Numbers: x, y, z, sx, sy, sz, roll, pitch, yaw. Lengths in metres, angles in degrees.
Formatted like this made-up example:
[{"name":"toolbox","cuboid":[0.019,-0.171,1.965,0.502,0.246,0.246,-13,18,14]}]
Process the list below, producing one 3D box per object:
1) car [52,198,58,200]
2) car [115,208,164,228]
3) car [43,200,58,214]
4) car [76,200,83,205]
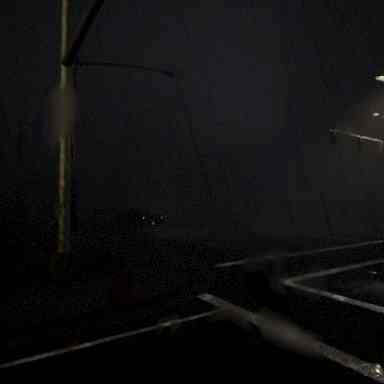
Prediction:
[{"name":"car","cuboid":[-32.100,2.294,81.966,2.150,2.045,5.566,1,0,-36]},{"name":"car","cuboid":[-4.016,1.921,25.175,1.895,1.301,4.718,1,-1,-36]},{"name":"car","cuboid":[-19.295,2.244,46.384,2.033,1.411,5.357,1,-1,-36]},{"name":"car","cuboid":[-29.255,2.651,83.997,2.033,1.411,5.357,1,0,-36]}]
